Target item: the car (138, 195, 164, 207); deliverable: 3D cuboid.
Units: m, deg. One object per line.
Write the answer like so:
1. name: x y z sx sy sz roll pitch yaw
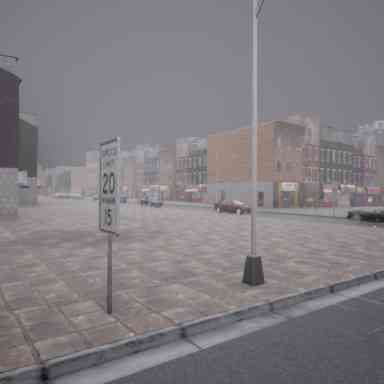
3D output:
1. car: -5.584 1.230 44.388 1.947 1.339 4.313 1 0 -35

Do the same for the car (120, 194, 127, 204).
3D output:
1. car: -12.089 1.047 52.903 1.882 1.535 5.008 1 0 -35

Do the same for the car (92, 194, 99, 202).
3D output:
1. car: -16.142 1.019 58.611 1.837 1.490 4.892 1 0 -35

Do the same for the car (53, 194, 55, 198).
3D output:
1. car: -34.080 0.843 84.586 1.752 1.417 4.829 1 0 -35

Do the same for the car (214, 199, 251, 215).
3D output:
1. car: 3.947 1.367 30.943 1.887 1.381 4.507 1 0 -35

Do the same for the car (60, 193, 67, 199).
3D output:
1. car: -27.824 0.924 75.761 1.887 1.381 4.507 1 0 -35

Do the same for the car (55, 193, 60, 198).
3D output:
1. car: -31.002 0.892 80.243 1.887 1.381 4.507 1 0 -35

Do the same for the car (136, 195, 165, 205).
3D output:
1. car: -6.244 1.195 49.952 2.033 1.411 5.357 1 0 -35

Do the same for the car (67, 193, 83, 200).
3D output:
1. car: -24.647 0.965 71.279 2.008 1.369 4.403 1 0 -35

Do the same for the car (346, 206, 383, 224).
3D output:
1. car: 13.024 1.577 22.371 1.895 1.301 4.718 1 0 -37
